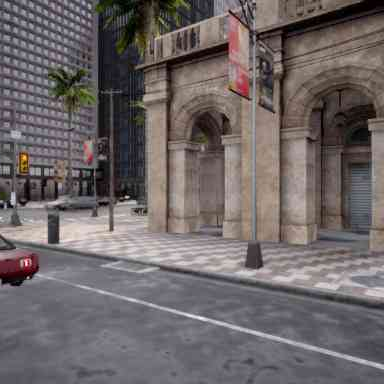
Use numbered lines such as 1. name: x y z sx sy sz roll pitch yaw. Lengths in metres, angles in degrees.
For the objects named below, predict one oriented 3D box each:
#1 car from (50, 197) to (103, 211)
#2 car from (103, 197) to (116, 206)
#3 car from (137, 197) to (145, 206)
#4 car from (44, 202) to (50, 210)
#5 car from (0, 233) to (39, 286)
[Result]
1. car: -13.821 1.547 40.149 2.033 1.411 5.357 0 0 36
2. car: -13.928 1.513 51.276 2.161 1.482 4.786 0 0 35
3. car: -7.107 1.351 55.438 2.097 1.767 4.553 0 0 36
4. car: -16.449 1.526 42.477 1.812 1.442 4.674 0 0 35
5. car: -5.828 1.601 8.200 4.718 1.301 1.895 0 0 37
